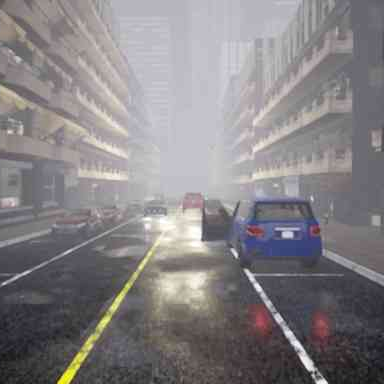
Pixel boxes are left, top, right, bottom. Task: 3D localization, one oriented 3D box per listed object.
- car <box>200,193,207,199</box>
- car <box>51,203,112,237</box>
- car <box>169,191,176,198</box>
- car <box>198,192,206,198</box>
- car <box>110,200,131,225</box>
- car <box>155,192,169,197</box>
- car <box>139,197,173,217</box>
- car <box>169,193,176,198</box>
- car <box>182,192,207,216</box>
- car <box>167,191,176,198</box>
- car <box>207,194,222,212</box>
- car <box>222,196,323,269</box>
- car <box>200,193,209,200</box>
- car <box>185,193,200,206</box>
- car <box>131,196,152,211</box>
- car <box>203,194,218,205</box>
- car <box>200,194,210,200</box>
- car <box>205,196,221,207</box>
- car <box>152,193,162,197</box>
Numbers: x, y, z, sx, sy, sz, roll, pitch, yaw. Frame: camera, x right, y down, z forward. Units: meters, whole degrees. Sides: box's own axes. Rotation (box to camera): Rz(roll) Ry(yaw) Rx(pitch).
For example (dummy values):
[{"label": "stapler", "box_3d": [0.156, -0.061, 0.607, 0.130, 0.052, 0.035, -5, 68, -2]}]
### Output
[{"label": "car", "box_3d": [2.843, 0.966, 84.381, 1.752, 1.417, 4.829, -1, 0, 0]}, {"label": "car", "box_3d": [-5.667, 1.465, 17.033, 1.802, 1.307, 4.206, -1, 0, 0]}, {"label": "car", "box_3d": [-5.538, 0.989, 84.255, 2.008, 1.369, 4.403, -1, 0, 0]}, {"label": "car", "box_3d": [2.862, 0.809, 95.414, 1.967, 1.590, 4.097, -1, 0, 0]}, {"label": "car", "box_3d": [-5.656, 1.427, 22.635, 1.802, 1.307, 4.206, -1, 0, 0]}, {"label": "car", "box_3d": [-5.595, 0.937, 56.245, 2.192, 1.841, 5.009, -1, 0, 0]}, {"label": "car", "box_3d": [-3.040, 1.368, 28.965, 1.994, 1.385, 4.181, 0, 0, 0]}, {"label": "car", "box_3d": [-5.516, 0.948, 95.460, 1.802, 1.307, 4.206, -1, 0, 0]}, {"label": "car", "box_3d": [0.121, 0.992, 34.341, 2.150, 2.045, 5.566, 0, 1, 0]}, {"label": "car", "box_3d": [-5.530, 0.717, 89.856, 2.192, 1.841, 5.009, -1, 0, 0]}, {"label": "car", "box_3d": [2.756, 1.261, 39.565, 1.752, 1.417, 4.829, -1, 0, 0]}, {"label": "car", "box_3d": [2.414, 1.147, 11.046, 2.150, 2.045, 5.566, 0, 0, 0]}, {"label": "car", "box_3d": [2.831, 1.029, 78.610, 2.008, 1.369, 4.403, -1, 0, 0]}, {"label": "car", "box_3d": [0.130, 1.022, 49.438, 2.097, 1.767, 4.553, 0, 0, 1]}, {"label": "car", "box_3d": [-5.635, 1.322, 33.839, 2.008, 1.369, 4.403, -1, 0, 0]}, {"label": "car", "box_3d": [2.776, 1.102, 50.599, 1.967, 1.590, 4.097, -1, 0, 0]}, {"label": "car", "box_3d": [2.821, 1.081, 73.007, 1.947, 1.339, 4.313, -1, 0, 0]}, {"label": "car", "box_3d": [2.767, 1.265, 44.997, 1.947, 1.339, 4.313, -1, 0, 0]}, {"label": "car", "box_3d": [-5.613, 1.247, 45.042, 2.008, 1.369, 4.403, -1, 0, 0]}]
